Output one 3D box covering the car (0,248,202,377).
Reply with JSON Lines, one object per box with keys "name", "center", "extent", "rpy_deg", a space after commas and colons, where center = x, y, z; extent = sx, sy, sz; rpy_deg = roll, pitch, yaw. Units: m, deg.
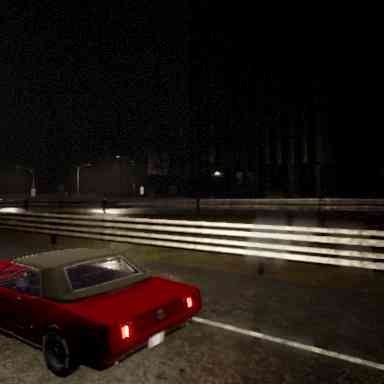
{"name": "car", "center": [-2.270, 1.648, 5.610], "extent": [4.718, 1.301, 1.895], "rpy_deg": [-1, 0, 35]}
